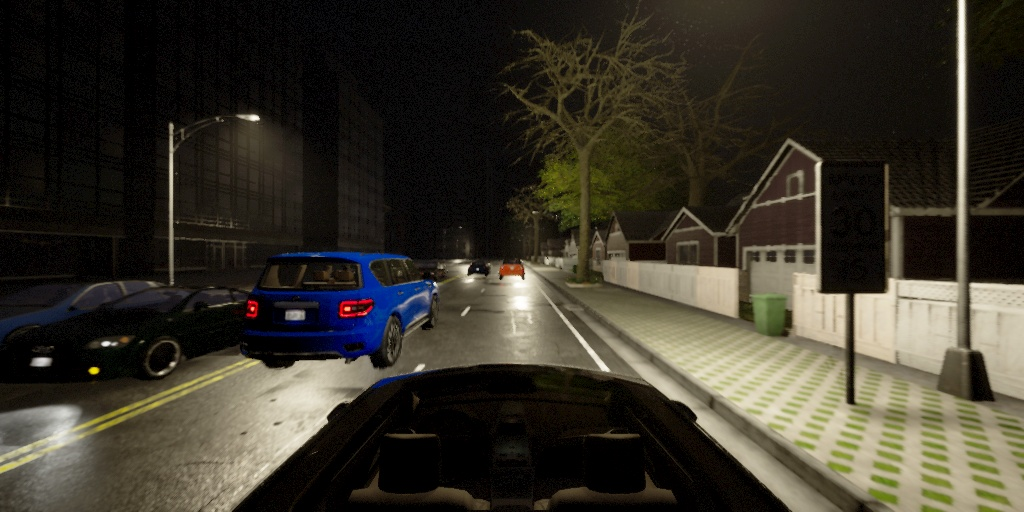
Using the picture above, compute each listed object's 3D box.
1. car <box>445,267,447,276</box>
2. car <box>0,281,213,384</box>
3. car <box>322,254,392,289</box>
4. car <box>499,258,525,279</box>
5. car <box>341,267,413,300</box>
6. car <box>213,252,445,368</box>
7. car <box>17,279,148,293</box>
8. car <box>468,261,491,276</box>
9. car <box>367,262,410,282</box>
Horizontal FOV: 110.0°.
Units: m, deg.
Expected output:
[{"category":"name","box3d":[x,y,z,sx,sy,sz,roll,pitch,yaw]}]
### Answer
[{"category":"car","box3d":[-6.497,1.177,28.640,2.033,1.411,5.357,0,0,0]},{"category":"car","box3d":[-6.594,1.288,7.014,1.994,1.385,4.181,0,0,0]},{"category":"car","box3d":[-9.825,0.870,23.374,2.150,2.045,5.566,0,0,0]},{"category":"car","box3d":[0.023,0.970,30.291,2.097,1.767,4.553,0,0,0]},{"category":"car","box3d":[-6.590,1.273,18.146,1.895,1.301,4.718,0,0,0]},{"category":"car","box3d":[-3.150,0.941,7.894,2.150,2.045,5.566,0,0,0]},{"category":"car","box3d":[-9.845,1.266,8.312,2.033,1.411,5.357,0,0,0]},{"category":"car","box3d":[-3.146,1.164,34.855,1.994,1.385,4.181,0,0,0]},{"category":"car","box3d":[-9.747,1.237,28.641,1.994,1.385,4.181,0,0,0]}]
